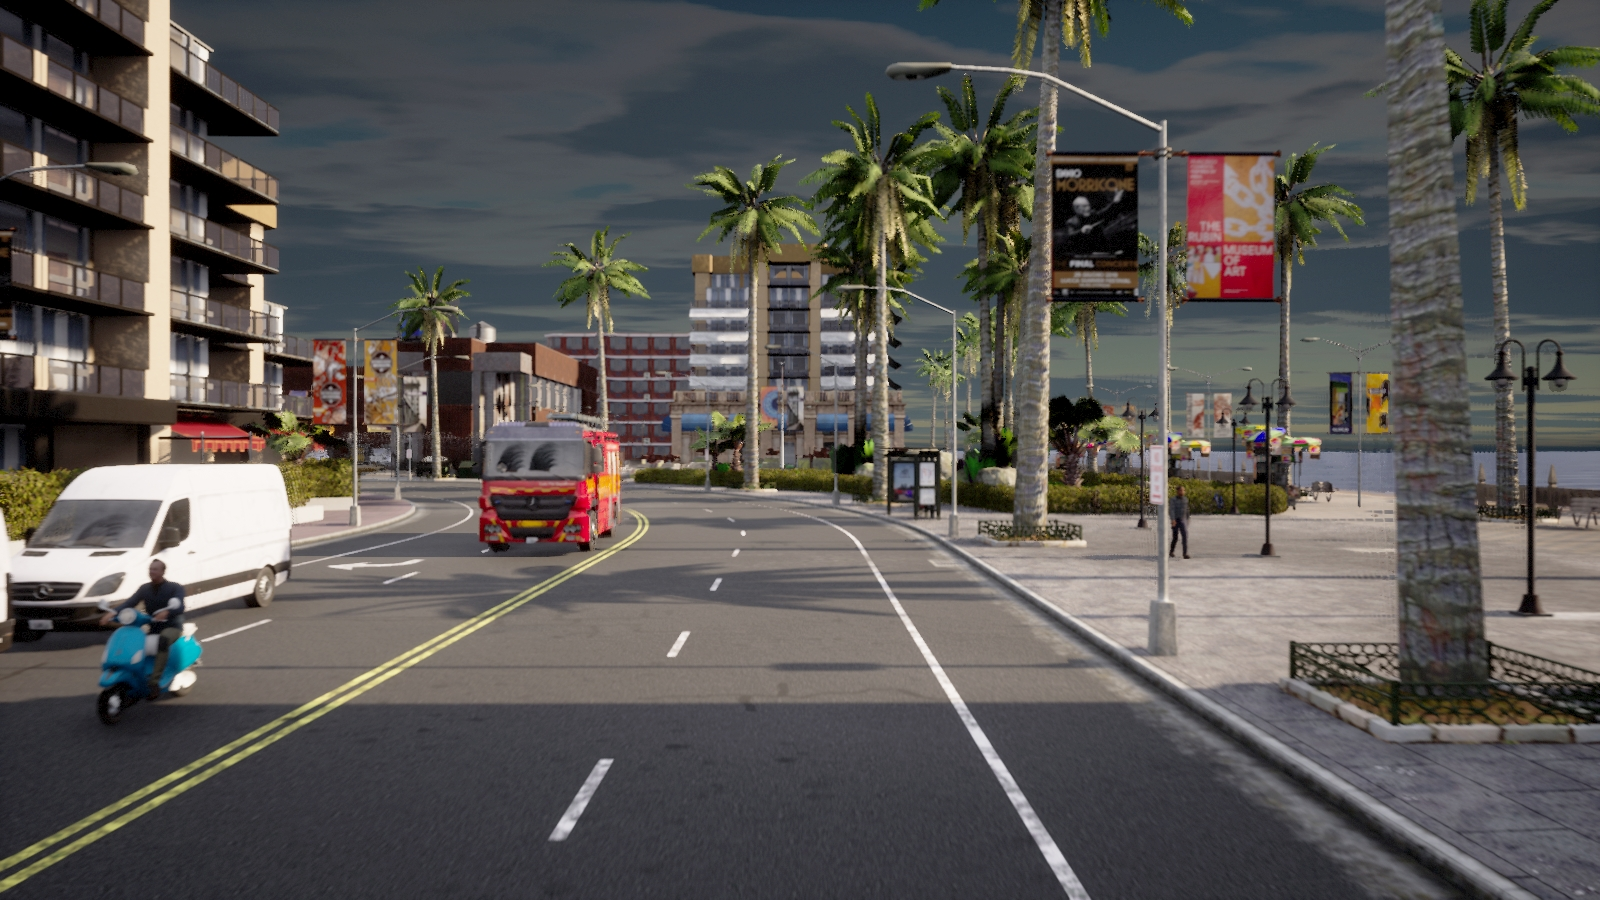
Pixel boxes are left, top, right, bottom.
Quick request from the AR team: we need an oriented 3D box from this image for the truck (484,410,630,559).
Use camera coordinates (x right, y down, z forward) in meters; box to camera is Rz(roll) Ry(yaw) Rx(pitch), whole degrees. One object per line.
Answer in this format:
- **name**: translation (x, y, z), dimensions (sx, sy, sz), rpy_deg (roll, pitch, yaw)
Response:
- **truck**: translation (-6.892, 0.890, 33.670), dimensions (2.891, 3.827, 8.468), rpy_deg (0, 0, -3)

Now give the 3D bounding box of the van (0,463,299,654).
- **van**: translation (-10.500, 1.534, 18.721), dimensions (1.988, 2.561, 5.915), rpy_deg (0, 0, 0)

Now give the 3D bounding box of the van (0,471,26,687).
- **van**: translation (-10.494, 1.534, 11.061), dimensions (1.988, 2.561, 5.915), rpy_deg (0, 0, 0)

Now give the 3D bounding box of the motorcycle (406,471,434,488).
- **motorcycle**: translation (-28.384, 2.182, 85.276), dimensions (1.805, 1.236, 0.856), rpy_deg (0, 0, -1)

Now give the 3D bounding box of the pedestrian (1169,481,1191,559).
- **pedestrian**: translation (9.194, 1.696, 27.634), dimensions (0.375, 1.860, 0.375), rpy_deg (0, 0, -7)
